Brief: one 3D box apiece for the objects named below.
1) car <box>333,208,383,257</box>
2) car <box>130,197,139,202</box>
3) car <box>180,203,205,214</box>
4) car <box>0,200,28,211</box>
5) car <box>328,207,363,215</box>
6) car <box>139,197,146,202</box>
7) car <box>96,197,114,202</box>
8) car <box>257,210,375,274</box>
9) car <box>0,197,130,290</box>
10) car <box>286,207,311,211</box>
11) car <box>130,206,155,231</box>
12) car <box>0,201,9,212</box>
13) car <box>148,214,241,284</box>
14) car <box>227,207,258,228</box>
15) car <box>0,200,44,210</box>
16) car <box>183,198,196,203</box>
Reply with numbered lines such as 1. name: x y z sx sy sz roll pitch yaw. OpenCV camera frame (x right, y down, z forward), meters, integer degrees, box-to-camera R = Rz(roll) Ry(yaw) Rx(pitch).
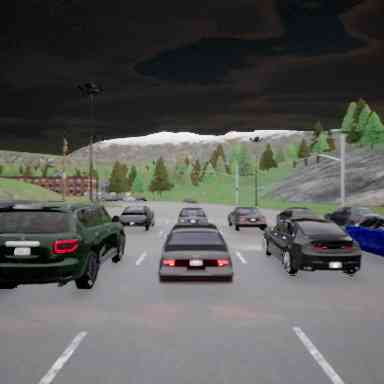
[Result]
1. car: 7.081 1.549 11.724 1.882 1.535 5.008 0 0 0
2. car: -16.945 2.067 89.572 1.812 1.442 4.674 0 0 -44
3. car: 0.011 1.674 20.798 2.033 1.411 5.357 0 0 -1
4. car: -25.171 1.801 45.276 4.674 1.442 1.812 0 0 -1
5. car: 10.486 1.680 21.764 2.033 1.411 5.357 0 0 -1
6. car: -14.689 2.060 92.271 1.837 1.490 4.892 0 0 -44
7. car: -23.748 2.092 90.998 5.357 1.411 2.033 0 0 39
8. car: 3.585 1.572 10.731 1.837 1.490 4.892 0 0 0
9. car: -3.415 1.282 9.364 2.150 2.045 5.566 0 0 0
10. car: 6.978 1.699 22.091 1.994 1.385 4.181 0 0 -1
11. car: -3.514 1.624 21.731 2.128 1.511 4.902 0 0 -1
12. car: -26.220 1.801 41.761 5.357 1.411 2.033 0 0 -1
13. car: 0.086 1.607 9.747 2.033 1.411 5.357 0 0 0
14. car: 3.486 1.680 21.793 2.033 1.411 5.357 0 0 -1
15. car: -24.880 1.844 48.781 5.357 1.411 2.033 0 0 -1
16. car: -0.670 2.019 76.915 1.994 1.385 4.181 0 0 -23
